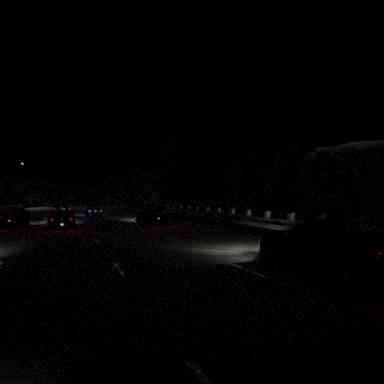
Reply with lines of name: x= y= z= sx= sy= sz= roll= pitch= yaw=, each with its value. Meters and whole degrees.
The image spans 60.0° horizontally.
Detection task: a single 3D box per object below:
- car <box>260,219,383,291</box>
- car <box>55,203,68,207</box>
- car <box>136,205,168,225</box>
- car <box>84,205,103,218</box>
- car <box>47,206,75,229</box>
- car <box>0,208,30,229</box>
car: x=3.816 y=1.504 z=9.291 sx=1.882 sy=1.535 sz=5.008 roll=0 pitch=-1 yaw=-21
car: x=-15.812 y=2.158 z=40.496 sx=2.097 sy=1.767 sz=4.553 roll=0 pitch=-1 yaw=-21
car: x=-3.448 y=1.880 z=27.997 sx=2.128 sy=1.511 sz=4.902 roll=0 pitch=-1 yaw=-21
car: x=-11.828 y=2.285 z=39.910 sx=2.033 sy=1.411 sz=5.357 roll=0 pitch=-1 yaw=-21
car: x=-10.059 y=2.039 z=25.685 sx=1.895 sy=1.301 sz=4.718 roll=0 pitch=-1 yaw=-21
car: x=-14.122 y=1.990 z=26.477 sx=1.882 sy=1.535 sz=5.008 roll=0 pitch=-1 yaw=-21
